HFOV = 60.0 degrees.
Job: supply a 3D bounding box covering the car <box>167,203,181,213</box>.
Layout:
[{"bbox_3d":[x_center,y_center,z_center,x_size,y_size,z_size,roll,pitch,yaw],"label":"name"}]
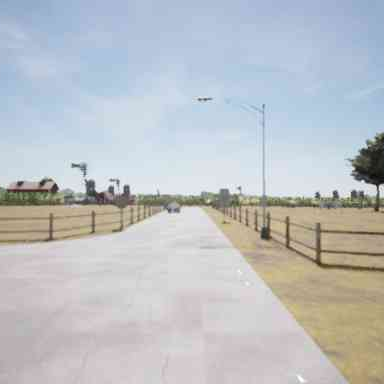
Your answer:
[{"bbox_3d":[-2.654,2.301,48.916,2.128,1.511,4.902,0,-1,0],"label":"car"}]
